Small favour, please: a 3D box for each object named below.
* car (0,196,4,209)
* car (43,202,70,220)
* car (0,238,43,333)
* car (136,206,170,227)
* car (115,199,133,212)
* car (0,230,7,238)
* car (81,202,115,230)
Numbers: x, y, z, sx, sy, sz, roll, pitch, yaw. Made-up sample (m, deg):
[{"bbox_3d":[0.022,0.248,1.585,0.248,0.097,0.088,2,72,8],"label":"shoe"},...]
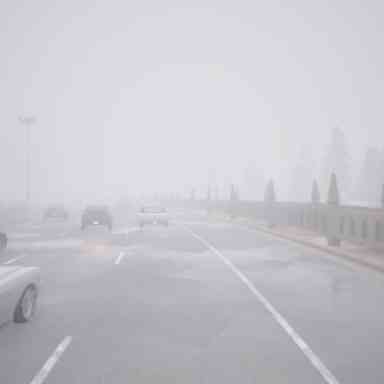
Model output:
[{"bbox_3d":[-23.386,1.436,38.907,2.150,2.045,5.566,0,-1,-26],"label":"car"},{"bbox_3d":[-11.649,1.618,28.738,1.812,1.442,4.674,0,0,-17],"label":"car"},{"bbox_3d":[-3.647,1.616,4.181,1.895,1.301,4.718,0,0,-3],"label":"car"},{"bbox_3d":[-2.835,1.630,23.139,1.895,1.301,4.718,0,0,-13],"label":"car"},{"bbox_3d":[-8.363,1.597,39.993,1.837,1.490,4.892,0,0,-22],"label":"car"},{"bbox_3d":[-7.764,1.565,10.768,1.812,1.442,4.674,0,0,-7],"label":"car"},{"bbox_3d":[-6.168,1.551,21.853,1.837,1.490,4.892,0,0,-13],"label":"car"}]
